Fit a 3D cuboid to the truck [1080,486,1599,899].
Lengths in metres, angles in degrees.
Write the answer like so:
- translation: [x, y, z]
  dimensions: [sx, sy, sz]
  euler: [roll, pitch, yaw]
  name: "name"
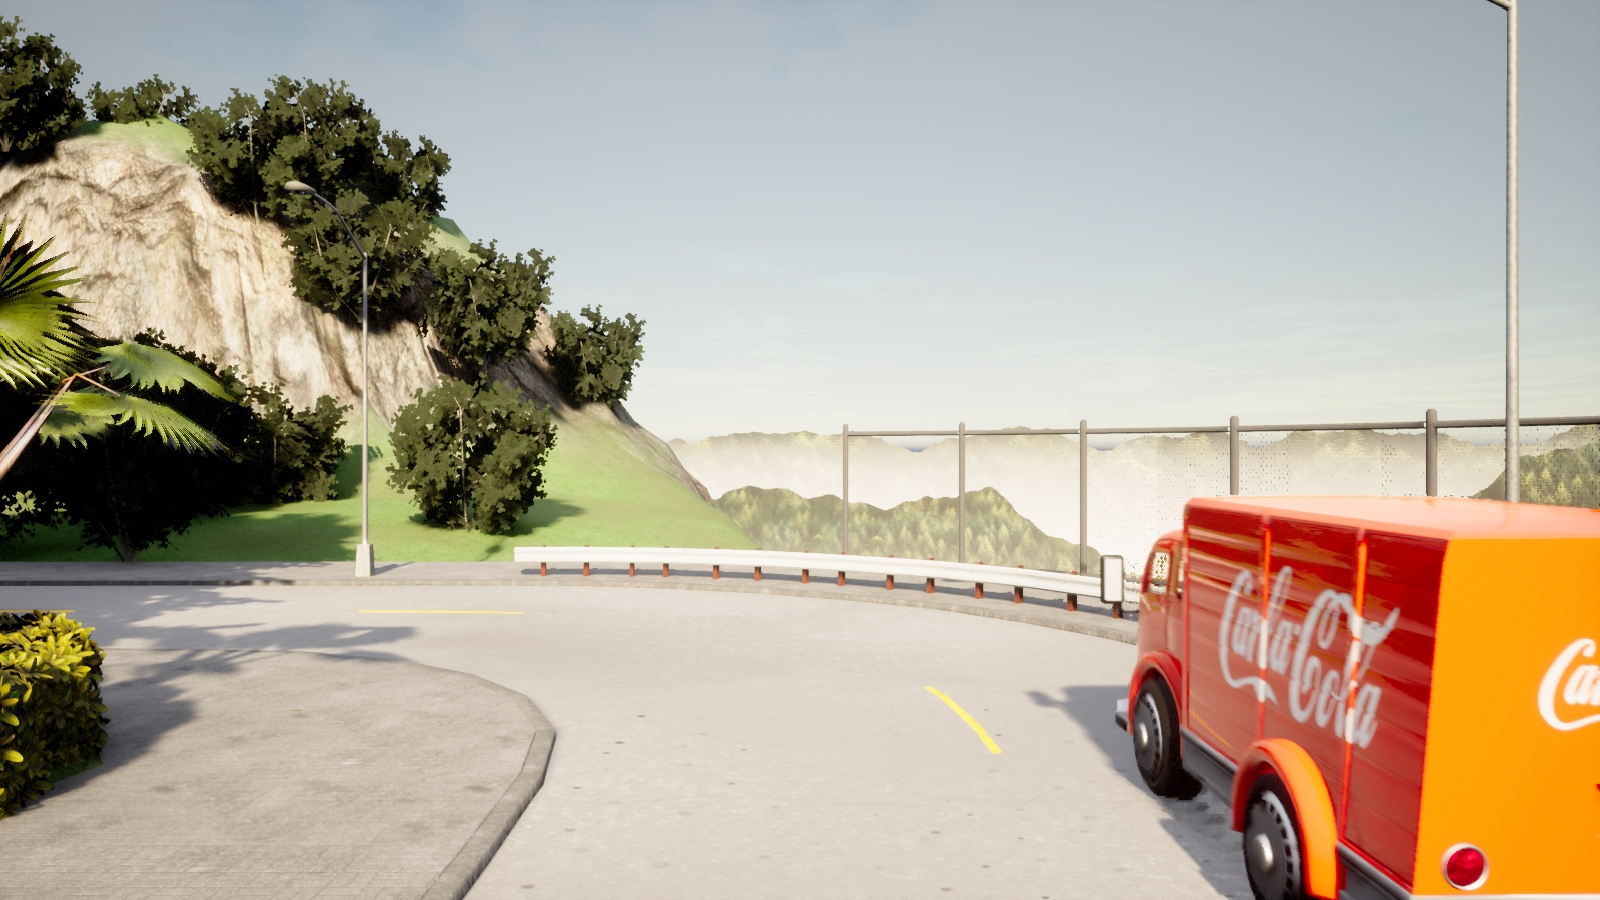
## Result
- translation: [3.928, 1.568, 7.843]
  dimensions: [2.627, 2.467, 5.204]
  euler: [0, 0, -1]
  name: "truck"
